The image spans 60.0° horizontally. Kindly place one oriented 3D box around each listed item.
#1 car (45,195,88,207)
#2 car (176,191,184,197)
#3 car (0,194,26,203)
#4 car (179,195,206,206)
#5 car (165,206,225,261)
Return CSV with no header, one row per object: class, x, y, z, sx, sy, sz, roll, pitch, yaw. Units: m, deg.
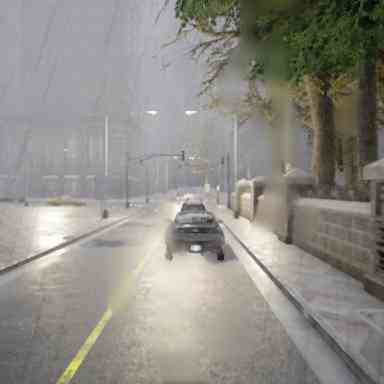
car,-14.927,1.068,39.721,4.829,1.417,1.752,1,0,0
car,-2.988,0.587,83.757,2.128,1.511,4.902,0,1,0
car,-26.294,0.913,48.316,4.313,1.339,1.947,1,0,0
car,0.104,1.250,27.393,1.882,1.535,5.008,0,0,0
car,0.102,1.400,11.901,1.837,1.490,4.892,0,-1,0
